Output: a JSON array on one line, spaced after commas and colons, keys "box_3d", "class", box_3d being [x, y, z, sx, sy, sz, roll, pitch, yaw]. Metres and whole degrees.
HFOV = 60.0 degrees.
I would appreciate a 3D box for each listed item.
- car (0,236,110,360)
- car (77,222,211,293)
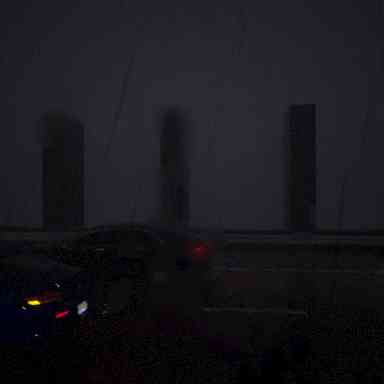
[{"box_3d": [-3.925, 1.567, 5.260, 4.674, 1.442, 1.812, 0, 0, 6], "class": "car"}, {"box_3d": [-1.981, 1.552, 8.559, 4.892, 1.490, 1.837, -1, 0, 7], "class": "car"}]
